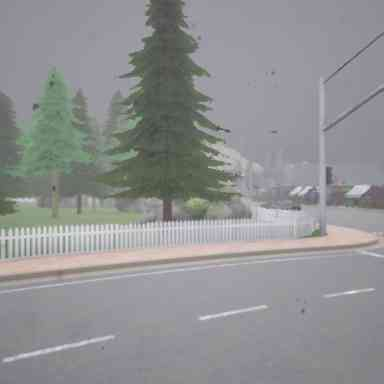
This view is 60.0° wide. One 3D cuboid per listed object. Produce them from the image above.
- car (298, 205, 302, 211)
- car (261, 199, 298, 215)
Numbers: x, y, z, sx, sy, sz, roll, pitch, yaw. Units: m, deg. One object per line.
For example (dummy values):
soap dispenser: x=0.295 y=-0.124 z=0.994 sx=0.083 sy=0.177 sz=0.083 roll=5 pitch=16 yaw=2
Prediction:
car: x=10.858 y=1.586 z=39.381 sx=2.033 sy=1.411 sz=5.357 roll=0 pitch=0 yaw=-14
car: x=8.572 y=1.605 z=33.920 sx=1.994 sy=1.385 sz=4.181 roll=0 pitch=0 yaw=-13
